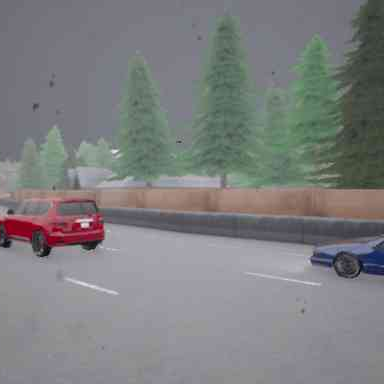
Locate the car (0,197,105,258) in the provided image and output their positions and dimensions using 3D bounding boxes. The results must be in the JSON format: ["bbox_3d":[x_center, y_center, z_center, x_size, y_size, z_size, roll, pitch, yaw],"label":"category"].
[{"bbox_3d":[-5.710,1.220,13.157,5.566,2.045,2.150,0,0,41],"label":"car"}]

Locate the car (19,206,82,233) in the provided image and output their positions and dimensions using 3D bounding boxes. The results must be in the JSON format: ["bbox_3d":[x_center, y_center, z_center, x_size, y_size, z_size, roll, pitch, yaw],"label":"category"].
[{"bbox_3d":[-8.927,1.599,20.780,4.718,1.301,1.895,0,0,43],"label":"car"}]

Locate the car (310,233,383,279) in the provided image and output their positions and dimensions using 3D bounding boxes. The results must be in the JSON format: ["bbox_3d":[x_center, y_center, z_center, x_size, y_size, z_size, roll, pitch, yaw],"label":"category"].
[{"bbox_3d":[5.904,1.571,8.410,5.357,1.411,2.033,0,0,36],"label":"car"}]
